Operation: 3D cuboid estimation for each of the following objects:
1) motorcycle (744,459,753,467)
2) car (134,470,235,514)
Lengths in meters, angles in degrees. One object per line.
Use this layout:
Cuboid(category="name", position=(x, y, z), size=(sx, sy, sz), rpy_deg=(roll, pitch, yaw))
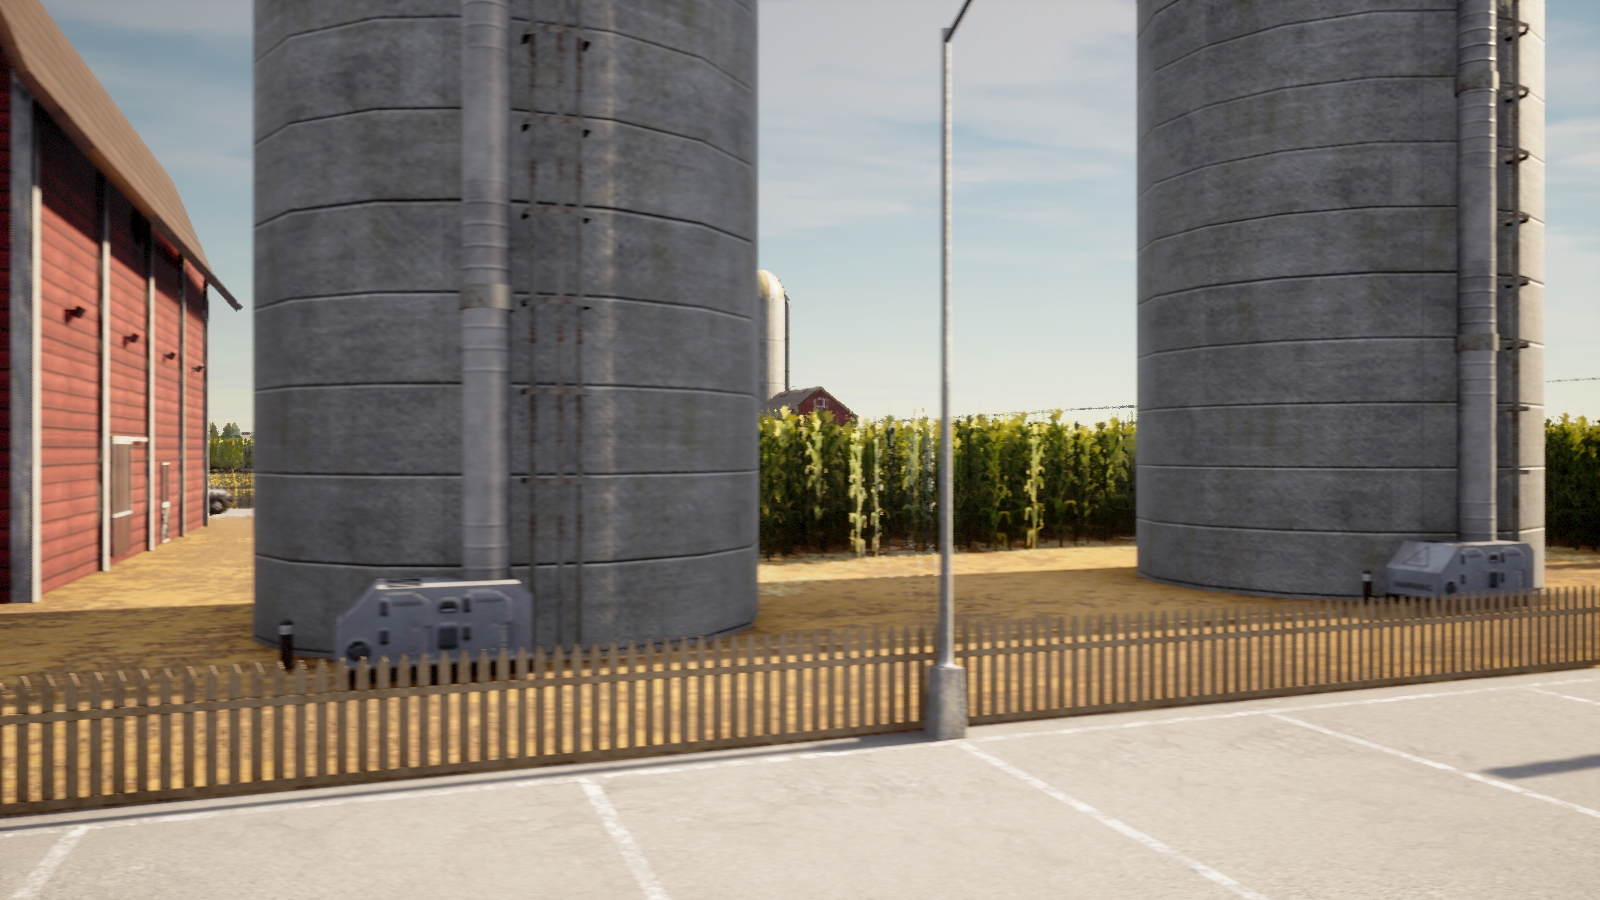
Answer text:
Cuboid(category="motorcycle", position=(-8.812, 2.154, 194.692), size=(0.764, 1.307, 2.356), rpy_deg=(0, 0, -21))
Cuboid(category="car", position=(-27.610, 1.857, 51.401), size=(3.866, 1.878, 1.905), rpy_deg=(0, 0, -23))
